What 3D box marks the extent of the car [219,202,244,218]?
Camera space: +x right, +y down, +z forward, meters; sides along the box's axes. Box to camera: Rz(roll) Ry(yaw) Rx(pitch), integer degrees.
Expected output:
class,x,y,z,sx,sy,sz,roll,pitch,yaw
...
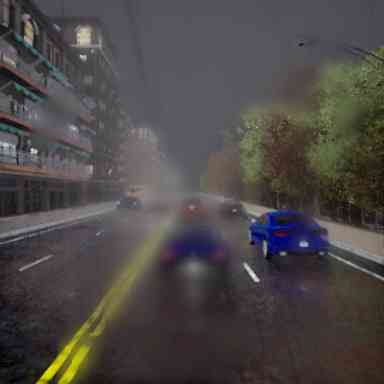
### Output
class,x,y,z,sx,sy,sz,roll,pitch,yaw
car,3.322,1.465,27.328,1.994,1.385,4.181,0,0,0

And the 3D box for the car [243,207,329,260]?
class,x,y,z,sx,sy,sz,roll,pitch,yaw
car,3.322,1.433,12.309,1.882,1.535,5.008,0,-1,0

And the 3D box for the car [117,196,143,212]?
class,x,y,z,sx,sy,sz,roll,pitch,yaw
car,-6.601,1.224,35.834,2.097,1.767,4.553,0,0,0

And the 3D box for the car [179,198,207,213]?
class,x,y,z,sx,sy,sz,roll,pitch,yaw
car,0.067,1.255,26.539,2.097,1.767,4.553,0,0,0

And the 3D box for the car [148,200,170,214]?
class,x,y,z,sx,sy,sz,roll,pitch,yaw
car,-3.355,1.478,34.181,1.895,1.301,4.718,0,0,0

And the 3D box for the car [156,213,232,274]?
class,x,y,z,sx,sy,sz,roll,pitch,yaw
car,0.063,1.563,10.406,1.895,1.301,4.718,0,0,0
